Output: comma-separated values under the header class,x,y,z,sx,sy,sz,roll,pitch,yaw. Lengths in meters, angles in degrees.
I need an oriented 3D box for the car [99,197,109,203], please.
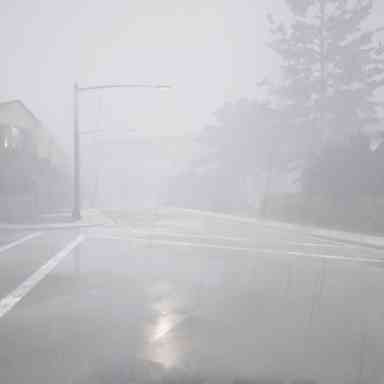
class,x,y,z,sx,sy,sz,roll,pitch,yaw
car,-18.962,1.650,71.947,1.895,1.301,4.718,0,0,-11
